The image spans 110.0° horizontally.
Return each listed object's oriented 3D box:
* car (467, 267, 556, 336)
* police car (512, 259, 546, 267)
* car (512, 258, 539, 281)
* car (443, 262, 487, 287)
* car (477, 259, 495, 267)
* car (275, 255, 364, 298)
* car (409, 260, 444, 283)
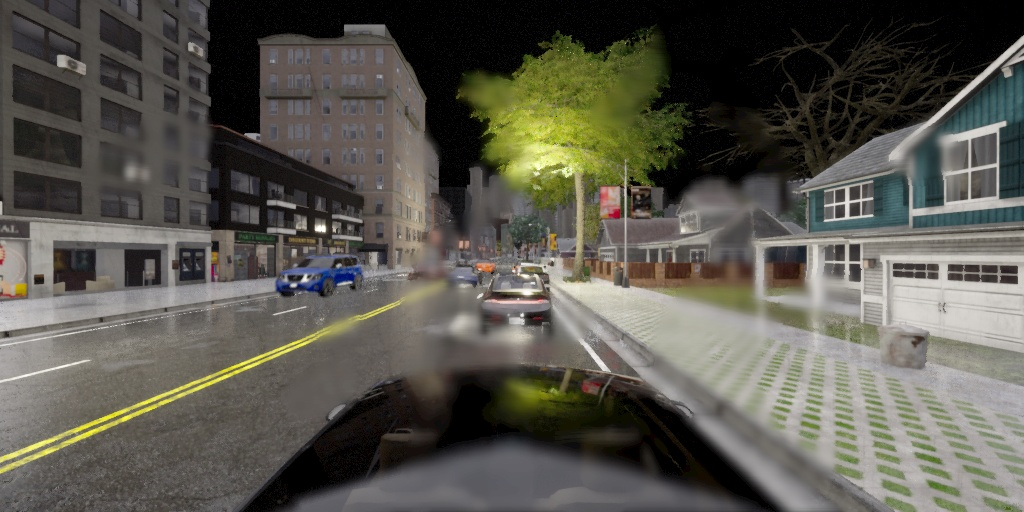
[{"bbox_3d":[0.134,1.239,10.348,2.128,1.511,4.902,0,0,0],"label":"car"},{"bbox_3d":[1.053,1.165,20.597,1.930,1.638,5.238,0,0,0],"label":"police car"},{"bbox_3d":[1.094,1.082,30.457,2.097,1.767,4.553,0,0,0],"label":"car"},{"bbox_3d":[-3.060,1.301,24.113,1.994,1.385,4.181,0,0,1],"label":"car"},{"bbox_3d":[-2.989,1.074,40.197,2.097,1.767,4.553,0,0,0],"label":"car"},{"bbox_3d":[-9.780,0.963,18.835,2.150,2.045,5.566,0,0,0],"label":"car"},{"bbox_3d":[-6.490,1.085,28.043,2.097,1.767,4.553,0,0,0],"label":"car"}]
